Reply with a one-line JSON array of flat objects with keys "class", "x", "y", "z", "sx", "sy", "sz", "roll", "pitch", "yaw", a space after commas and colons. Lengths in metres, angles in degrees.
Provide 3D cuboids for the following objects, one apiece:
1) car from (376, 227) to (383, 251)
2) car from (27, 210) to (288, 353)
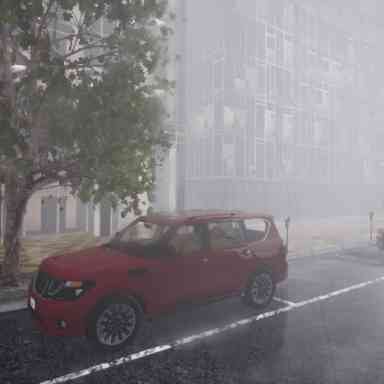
[{"class": "car", "x": 8.905, "y": 1.547, "z": 12.935, "sx": 4.507, "sy": 1.381, "sz": 1.887, "roll": 0, "pitch": 1, "yaw": -36}, {"class": "car", "x": -0.291, "y": 1.316, "z": 6.344, "sx": 5.009, "sy": 1.841, "sz": 2.192, "roll": 0, "pitch": 1, "yaw": -36}]
